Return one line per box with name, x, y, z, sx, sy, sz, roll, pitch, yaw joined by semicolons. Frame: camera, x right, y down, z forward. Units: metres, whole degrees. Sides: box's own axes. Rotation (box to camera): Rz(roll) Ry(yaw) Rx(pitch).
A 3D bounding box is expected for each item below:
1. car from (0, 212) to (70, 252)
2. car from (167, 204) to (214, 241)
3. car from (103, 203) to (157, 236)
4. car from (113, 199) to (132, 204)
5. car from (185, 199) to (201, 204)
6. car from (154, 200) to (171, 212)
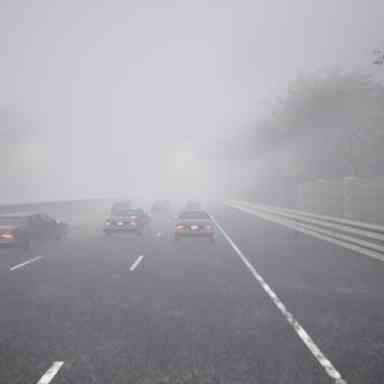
car;-6.898;1.546;13.813;2.033;1.411;5.357;0;0;0
car;0.100;1.546;16.553;2.033;1.411;5.357;0;0;0
car;-3.401;1.546;18.238;2.033;1.411;5.357;0;0;0
car;-6.907;1.507;33.772;1.837;1.490;4.892;0;0;0
car;0.094;1.533;40.764;1.812;1.442;4.674;0;0;0
car;-3.403;1.552;37.354;2.033;1.411;5.357;0;0;0
